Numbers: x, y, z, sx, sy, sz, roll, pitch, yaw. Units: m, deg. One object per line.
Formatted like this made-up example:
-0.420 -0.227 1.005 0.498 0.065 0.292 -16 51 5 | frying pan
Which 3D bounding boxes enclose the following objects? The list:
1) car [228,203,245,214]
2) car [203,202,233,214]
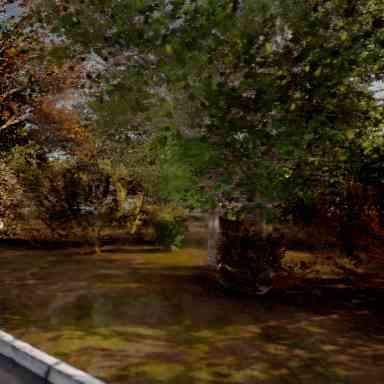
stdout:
6.140 2.263 46.629 1.946 1.575 5.366 0 0 35 | car
3.753 2.291 48.064 2.163 1.488 4.792 0 0 35 | car
